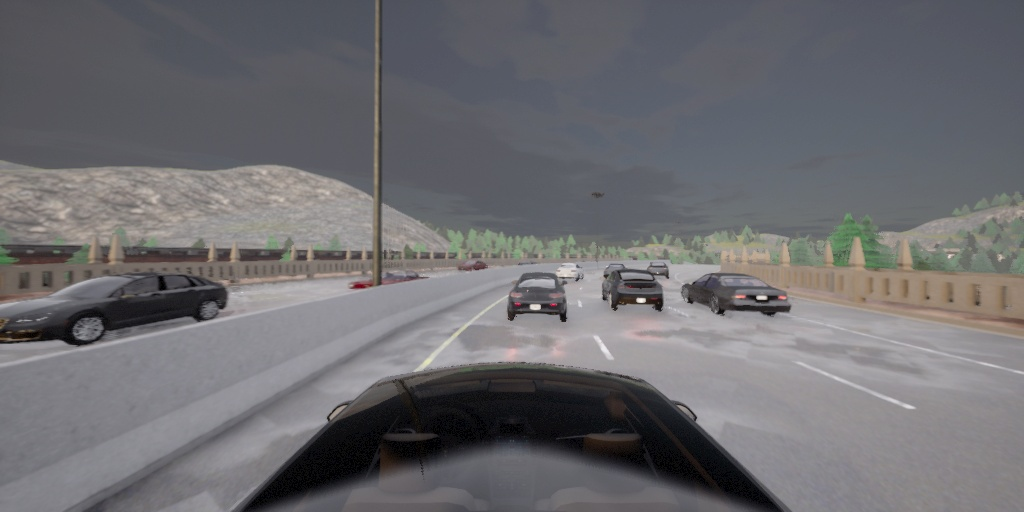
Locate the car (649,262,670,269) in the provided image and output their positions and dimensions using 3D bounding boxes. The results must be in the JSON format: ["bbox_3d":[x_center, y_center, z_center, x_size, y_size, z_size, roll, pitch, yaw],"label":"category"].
[{"bbox_3d":[13.967,1.305,34.277,2.128,1.511,4.902,0,0,22],"label":"car"}]

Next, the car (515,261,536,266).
[{"bbox_3d":[2.036,1.325,50.215,1.994,1.385,4.181,0,0,28],"label":"car"}]

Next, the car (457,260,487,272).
[{"bbox_3d":[-4.818,1.208,44.149,1.882,1.535,5.008,0,0,24],"label":"car"}]

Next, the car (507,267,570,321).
[{"bbox_3d":[0.945,1.280,12.446,1.812,1.442,4.674,0,0,7],"label":"car"}]

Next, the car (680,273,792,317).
[{"bbox_3d":[8.077,1.334,13.531,2.033,1.411,5.357,0,0,9],"label":"car"}]

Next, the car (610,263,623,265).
[{"bbox_3d":[9.413,1.357,32.258,1.994,1.385,4.181,0,0,20],"label":"car"}]

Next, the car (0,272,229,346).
[{"bbox_3d":[-10.088,1.210,9.429,1.837,1.490,4.892,0,0,5],"label":"car"}]

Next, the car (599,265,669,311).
[{"bbox_3d":[4.800,1.277,14.748,1.837,1.490,4.892,0,0,8],"label":"car"}]

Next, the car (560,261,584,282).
[{"bbox_3d":[4.799,1.298,29.714,1.812,1.442,4.674,0,0,17],"label":"car"}]

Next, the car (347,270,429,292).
[{"bbox_3d":[-5.673,1.326,17.035,1.895,1.301,4.718,0,0,10],"label":"car"}]
